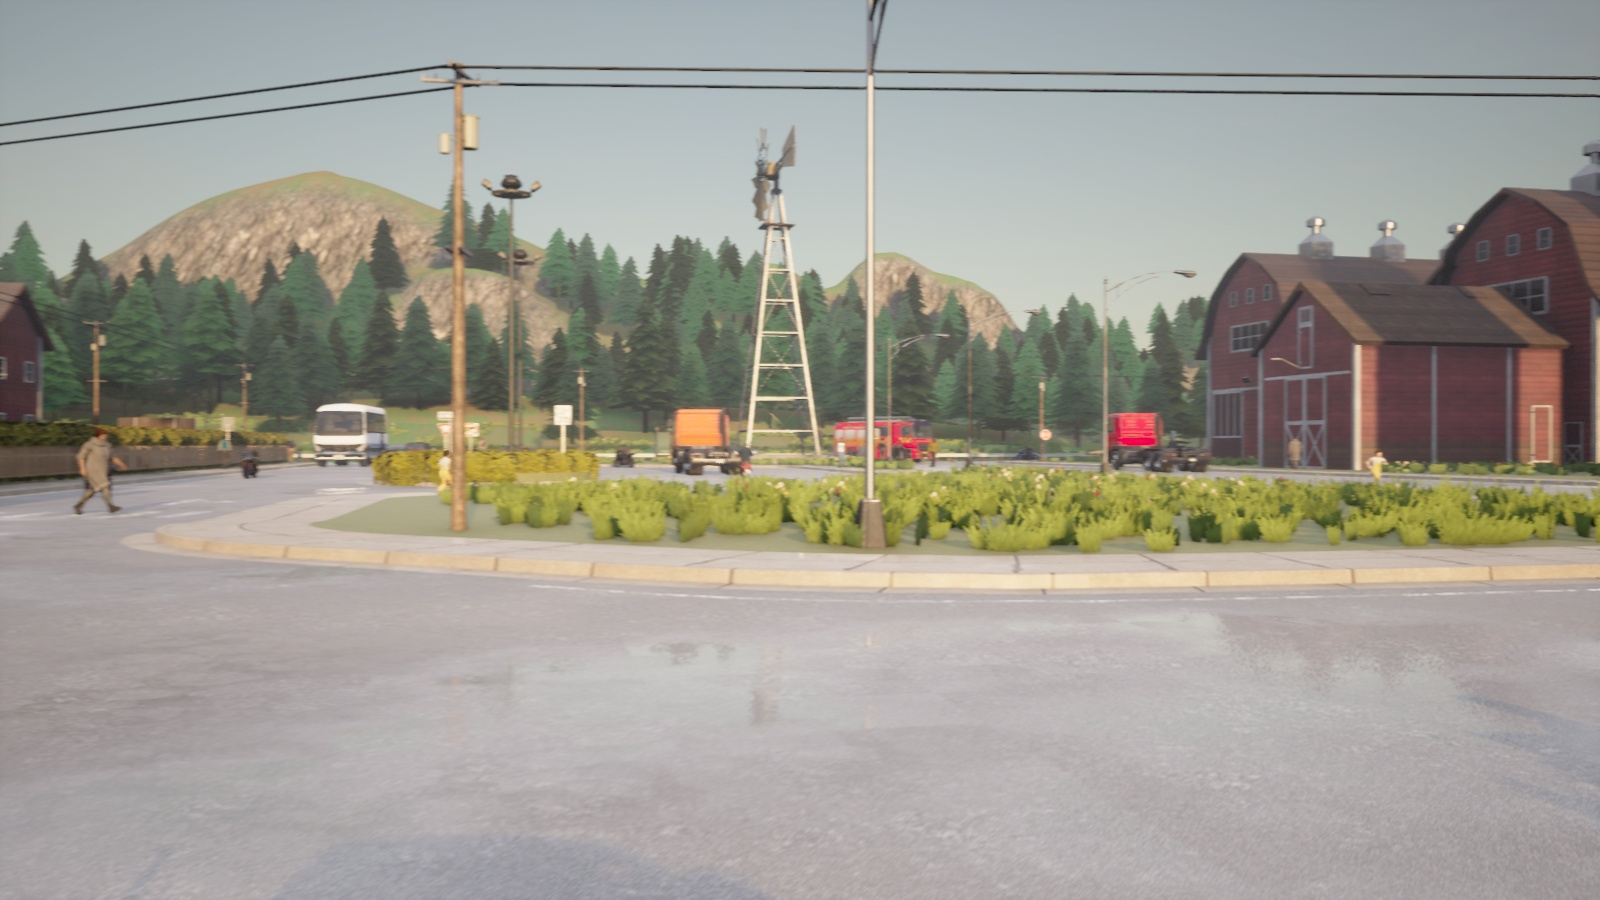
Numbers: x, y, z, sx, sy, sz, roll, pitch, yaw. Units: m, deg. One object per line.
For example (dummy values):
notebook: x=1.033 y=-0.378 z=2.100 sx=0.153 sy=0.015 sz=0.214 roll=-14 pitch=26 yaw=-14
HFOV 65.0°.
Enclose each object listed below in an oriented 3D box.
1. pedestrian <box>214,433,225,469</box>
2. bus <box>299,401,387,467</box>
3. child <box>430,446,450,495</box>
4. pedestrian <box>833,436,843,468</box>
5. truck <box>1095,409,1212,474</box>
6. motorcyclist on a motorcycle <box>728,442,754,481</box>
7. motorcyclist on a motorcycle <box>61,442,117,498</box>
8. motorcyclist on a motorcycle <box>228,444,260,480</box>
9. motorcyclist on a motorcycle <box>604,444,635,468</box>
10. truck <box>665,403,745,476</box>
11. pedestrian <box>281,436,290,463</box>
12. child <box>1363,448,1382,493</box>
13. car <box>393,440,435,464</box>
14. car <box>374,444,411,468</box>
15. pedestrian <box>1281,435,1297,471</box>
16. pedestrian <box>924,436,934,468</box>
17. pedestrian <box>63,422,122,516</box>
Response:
pedestrian: x=-30.895 y=0.054 z=66.865 sx=0.396 sy=1.930 sz=0.692 roll=0 pitch=0 yaw=-11
bus: x=-31.104 y=-1.058 z=86.003 sx=3.944 sy=4.253 sz=10.273 roll=0 pitch=0 yaw=-10
child: x=-9.411 y=0.524 z=32.860 sx=0.270 sy=1.263 sz=0.437 roll=0 pitch=0 yaw=30
pedestrian: x=2.153 y=0.109 z=71.289 sx=0.354 sy=1.836 sz=0.706 roll=0 pitch=0 yaw=-22
truck: x=19.946 y=-0.487 z=71.456 sx=2.891 sy=3.462 sz=7.936 roll=0 pitch=0 yaw=-13
motorcyclist on a motorcycle: x=-2.495 y=0.476 z=52.690 sx=0.866 sy=1.590 sz=1.817 roll=0 pitch=0 yaw=-9
motorcyclist on a motorcycle: x=-19.865 y=0.538 z=35.117 sx=0.797 sy=1.523 sz=2.044 roll=0 pitch=0 yaw=-12
motorcyclist on a motorcycle: x=-24.134 y=0.500 z=54.513 sx=0.866 sy=1.530 sz=2.191 roll=0 pitch=0 yaw=-12
motorcyclist on a motorcycle: x=-11.524 y=0.369 z=80.269 sx=2.044 sy=1.523 sz=0.797 roll=0 pitch=0 yaw=40
truck: x=-4.963 y=-0.512 z=64.178 sx=2.891 sy=3.462 sz=7.936 roll=0 pitch=0 yaw=-13
pedestrian: x=-35.184 y=-0.035 z=85.908 sx=0.540 sy=1.848 sz=0.694 roll=0 pitch=0 yaw=-22
child: x=16.245 y=0.571 z=35.652 sx=0.270 sy=1.263 sz=0.437 roll=0 pitch=0 yaw=-13
car: x=-28.668 y=0.152 z=93.398 sx=2.097 sy=1.767 sz=4.553 roll=0 pitch=0 yaw=-4
car: x=-26.649 y=0.351 z=82.225 sx=1.837 sy=1.490 sz=4.892 roll=0 pitch=1 yaw=-12
pedestrian: x=26.617 y=0.173 z=68.321 sx=0.659 sy=1.952 sz=0.873 roll=0 pitch=0 yaw=12
pedestrian: x=7.541 y=0.114 z=73.374 sx=0.370 sy=1.835 sz=0.726 roll=0 pitch=0 yaw=-13
pedestrian: x=-14.820 y=0.390 z=26.315 sx=0.873 sy=1.952 sz=0.659 roll=0 pitch=0 yaw=8
